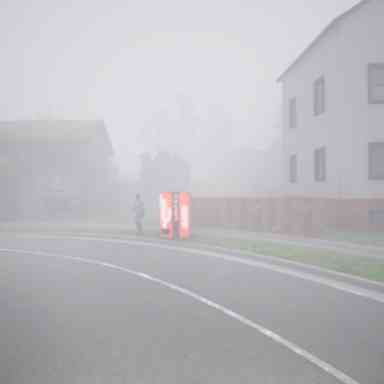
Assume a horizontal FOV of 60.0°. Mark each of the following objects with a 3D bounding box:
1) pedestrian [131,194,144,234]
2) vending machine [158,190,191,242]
[{"bbox_3d":[-2.316,0.939,14.787,0.375,1.860,0.375,0,1,32],"label":"pedestrian"},{"bbox_3d":[-0.737,0.972,14.196,0.880,2.100,1.100,0,1,37],"label":"vending machine"}]
